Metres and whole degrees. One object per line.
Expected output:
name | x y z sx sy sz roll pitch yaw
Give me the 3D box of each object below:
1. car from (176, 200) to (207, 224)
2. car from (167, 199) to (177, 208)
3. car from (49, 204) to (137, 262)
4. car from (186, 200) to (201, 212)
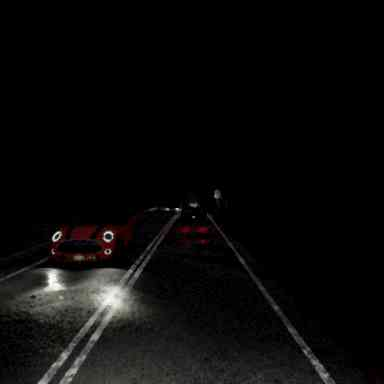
car | 0.133 1.546 25.418 2.128 1.511 4.902 0 -1 0
car | -3.149 1.947 55.836 1.882 1.535 5.008 0 -1 1
car | -3.340 1.353 12.049 2.097 1.767 4.553 0 0 0
car | 0.198 1.769 42.649 1.812 1.442 4.674 0 -1 0
